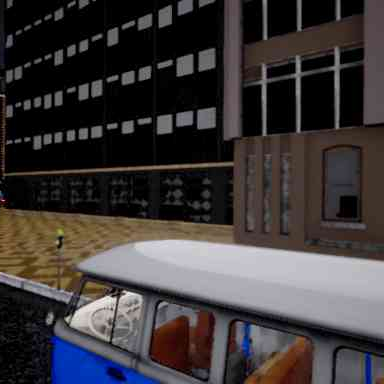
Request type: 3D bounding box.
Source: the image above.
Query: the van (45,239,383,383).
[{"bbox_3d":[0.691,1.337,2.225,3.998,1.788,1.690,0,0,35],"label":"van"}]

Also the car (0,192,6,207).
[{"bbox_3d":[-20.782,1.058,39.907,1.887,1.381,4.507,1,1,34],"label":"car"}]
